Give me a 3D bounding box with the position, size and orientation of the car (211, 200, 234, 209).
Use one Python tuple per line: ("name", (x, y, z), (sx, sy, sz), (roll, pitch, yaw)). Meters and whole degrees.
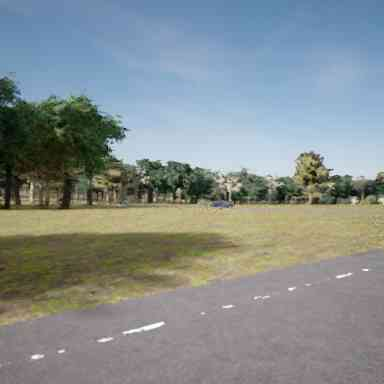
("car", (5.179, 2.139, 56.870), (1.994, 1.385, 4.181), (3, -3, -36))
